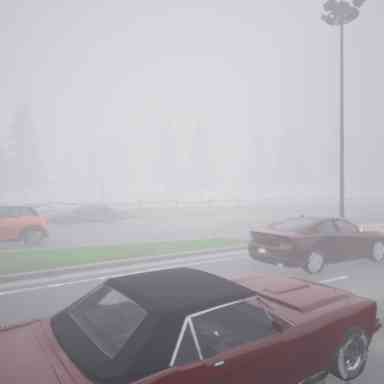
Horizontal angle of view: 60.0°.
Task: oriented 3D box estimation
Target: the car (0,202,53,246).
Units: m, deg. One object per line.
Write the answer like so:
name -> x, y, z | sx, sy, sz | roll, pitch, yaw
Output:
car -> -8.449, 1.342, 13.971 | 4.553, 1.767, 2.097 | 0, 0, -25

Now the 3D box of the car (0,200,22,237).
car -> -11.100, 1.342, 16.604 | 4.553, 1.767, 2.097 | 0, 0, -25

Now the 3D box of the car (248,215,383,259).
car -> 4.031, 1.452, 10.425 | 5.008, 1.535, 1.882 | 0, 0, -31

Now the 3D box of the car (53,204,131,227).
car -> -6.908, 1.519, 22.422 | 5.357, 1.411, 2.033 | 0, 0, -25

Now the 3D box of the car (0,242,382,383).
car -> 0.137, 1.594, 3.780 | 4.718, 1.301, 1.895 | 0, 0, -35
